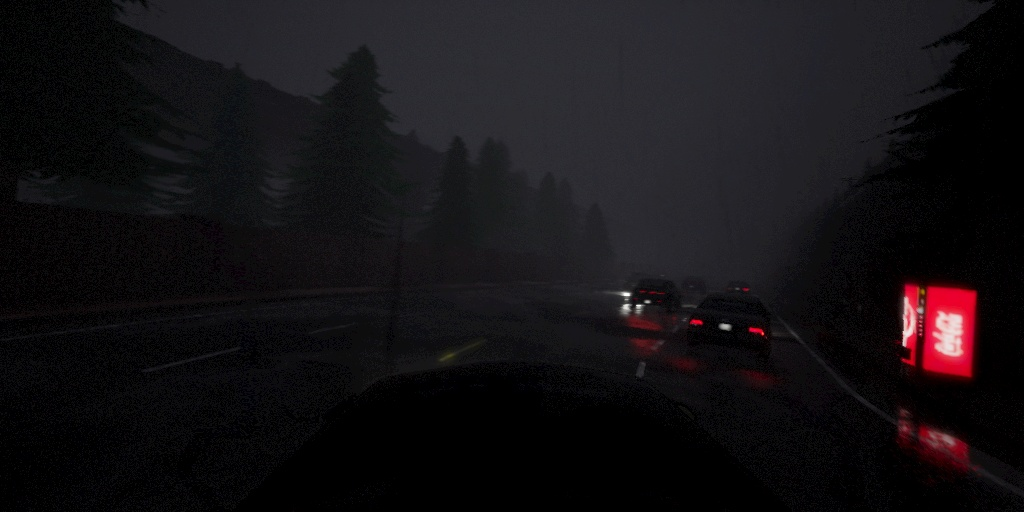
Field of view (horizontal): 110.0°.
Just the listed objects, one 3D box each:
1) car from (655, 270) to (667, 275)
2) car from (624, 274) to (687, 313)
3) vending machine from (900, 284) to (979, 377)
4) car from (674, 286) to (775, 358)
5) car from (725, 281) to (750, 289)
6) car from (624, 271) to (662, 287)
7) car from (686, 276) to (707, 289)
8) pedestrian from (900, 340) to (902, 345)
[{"bbox_3d":[23.651,3.032,57.607,1.882,1.535,5.008,4,-1,32],"label":"car"},{"bbox_3d":[7.343,1.894,18.069,1.837,1.490,4.892,4,-1,32],"label":"car"},{"bbox_3d":[9.748,1.677,8.275,1.100,2.100,0.880,0,0,32],"label":"vending machine"},{"bbox_3d":[6.358,1.807,10.366,2.033,1.411,5.357,4,-1,35],"label":"car"},{"bbox_3d":[20.611,2.978,32.767,2.033,1.411,5.357,4,-1,32],"label":"car"},{"bbox_3d":[11.194,2.254,31.244,2.128,1.511,4.902,4,-1,32],"label":"car"},{"bbox_3d":[17.433,2.697,34.266,1.882,1.535,5.008,4,-1,32],"label":"car"},{"bbox_3d":[10.240,1.944,9.120,0.375,1.300,0.375,4,-1,32],"label":"pedestrian"}]
